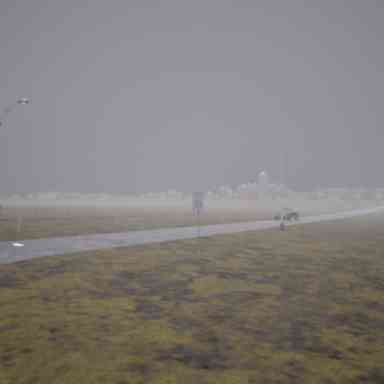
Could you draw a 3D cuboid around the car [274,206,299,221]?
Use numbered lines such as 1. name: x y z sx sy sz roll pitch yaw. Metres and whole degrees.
1. car: 14.205 3.190 49.797 2.150 2.045 5.566 -1 -3 35
